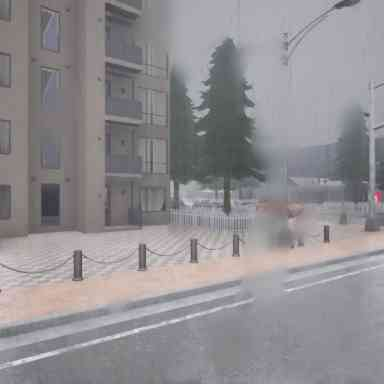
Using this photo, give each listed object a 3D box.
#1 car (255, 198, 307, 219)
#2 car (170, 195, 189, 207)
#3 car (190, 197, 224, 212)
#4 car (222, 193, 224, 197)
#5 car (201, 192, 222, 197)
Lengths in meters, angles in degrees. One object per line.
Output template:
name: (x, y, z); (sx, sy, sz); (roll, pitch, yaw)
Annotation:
car: (7.872, 1.367, 29.600); (2.097, 1.767, 4.553); (0, 0, -37)
car: (-3.253, 1.563, 50.387); (2.033, 1.411, 5.357); (0, 0, -37)
car: (1.828, 1.579, 37.589); (1.994, 1.385, 4.181); (0, 0, -37)
car: (7.475, 1.092, 94.733); (1.905, 1.878, 3.866); (0, 0, -37)
car: (5.388, 1.113, 92.669); (1.932, 1.855, 4.605); (0, 0, -37)
